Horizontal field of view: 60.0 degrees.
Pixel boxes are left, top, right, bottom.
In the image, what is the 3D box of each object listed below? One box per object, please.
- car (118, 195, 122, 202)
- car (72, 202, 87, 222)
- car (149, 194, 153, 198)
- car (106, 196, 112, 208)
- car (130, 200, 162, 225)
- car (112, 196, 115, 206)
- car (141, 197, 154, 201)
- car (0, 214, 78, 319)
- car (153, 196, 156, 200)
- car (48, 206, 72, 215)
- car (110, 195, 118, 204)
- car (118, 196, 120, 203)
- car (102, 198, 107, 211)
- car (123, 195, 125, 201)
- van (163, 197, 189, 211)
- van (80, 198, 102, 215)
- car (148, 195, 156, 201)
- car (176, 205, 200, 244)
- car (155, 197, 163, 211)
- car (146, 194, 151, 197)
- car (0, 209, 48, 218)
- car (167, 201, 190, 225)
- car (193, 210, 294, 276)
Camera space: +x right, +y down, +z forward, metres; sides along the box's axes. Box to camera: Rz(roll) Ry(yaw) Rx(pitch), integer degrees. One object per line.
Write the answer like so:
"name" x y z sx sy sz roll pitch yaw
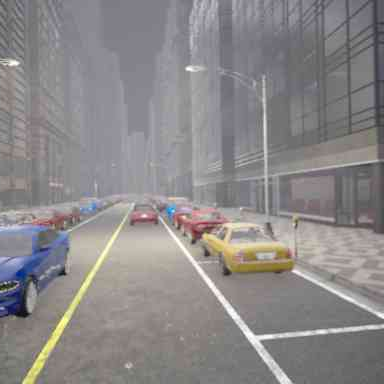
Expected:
"car" -16.409 1.550 69.543 2.192 1.841 5.009 -1 0 -9
"car" -9.568 1.708 25.254 1.887 1.381 4.507 -1 0 -9
"car" -6.273 1.576 59.782 1.887 1.381 4.507 -1 0 -9
"car" -12.988 1.639 47.398 1.967 1.590 4.097 -1 0 -9
"car" -3.558 1.598 24.680 1.994 1.385 4.181 -1 0 -9
"car" -13.840 1.773 52.934 1.947 1.339 4.313 -1 0 -9
"car" -5.948 1.659 40.002 1.895 1.301 4.718 -1 0 -8
"car" -4.164 1.554 7.674 1.882 1.535 5.008 -1 0 -9
"car" -3.711 1.444 43.172 1.967 1.590 4.097 -1 0 -9
"car" -8.713 1.699 19.717 1.887 1.381 4.507 -1 0 -9
"car" -14.697 1.657 58.470 1.967 1.590 4.097 -1 0 -9
"car" -15.549 1.792 64.006 1.947 1.339 4.313 -1 0 -9
"car" -12.131 1.772 41.862 1.802 1.307 4.206 -1 0 -9
"car" -18.118 1.571 80.615 2.192 1.841 5.009 -1 0 -9
"van" -1.149 1.319 26.562 1.690 1.788 3.998 -1 0 -9
"van" -11.281 1.522 36.326 1.690 1.788 3.998 -1 0 -9
"car" -10.547 1.632 87.464 2.008 1.369 4.403 -1 0 -9
"car" 0.563 1.505 15.490 1.887 1.381 4.507 -1 0 -9
"car" -2.855 1.540 37.636 1.887 1.381 4.507 -1 0 -9
"car" -8.837 1.626 76.392 1.947 1.339 4.313 -1 0 -9
"car" -7.860 1.585 14.180 1.967 1.590 4.097 -1 0 -9
"car" -0.291 1.513 21.026 1.887 1.381 4.507 -1 0 -9
"car" 1.392 1.477 10.121 1.752 1.417 4.829 -1 0 -9
